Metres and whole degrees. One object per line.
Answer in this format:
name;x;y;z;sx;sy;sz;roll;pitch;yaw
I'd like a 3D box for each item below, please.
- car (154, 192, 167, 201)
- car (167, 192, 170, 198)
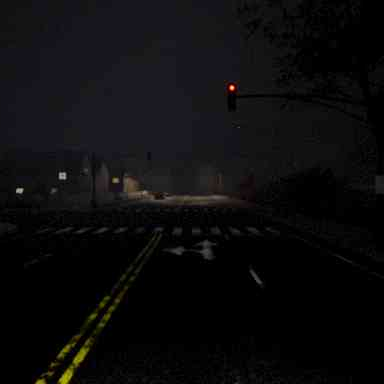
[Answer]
car;-6.474;0.890;65.733;1.837;1.490;4.892;0;2;0
car;-6.467;0.724;83.854;2.128;1.511;4.902;0;1;0
